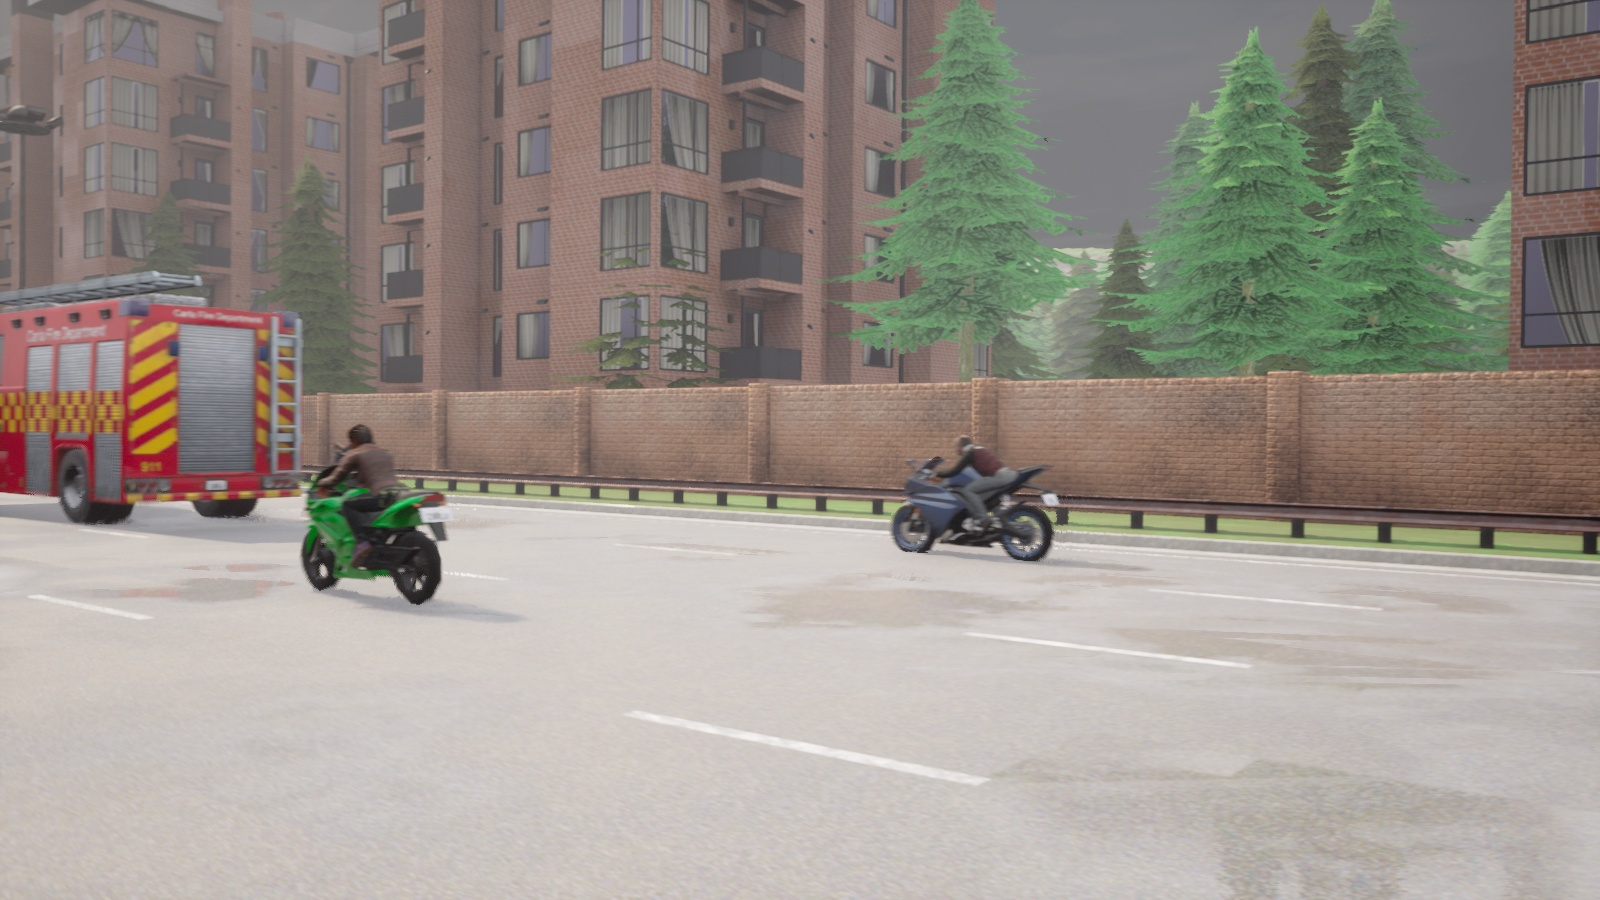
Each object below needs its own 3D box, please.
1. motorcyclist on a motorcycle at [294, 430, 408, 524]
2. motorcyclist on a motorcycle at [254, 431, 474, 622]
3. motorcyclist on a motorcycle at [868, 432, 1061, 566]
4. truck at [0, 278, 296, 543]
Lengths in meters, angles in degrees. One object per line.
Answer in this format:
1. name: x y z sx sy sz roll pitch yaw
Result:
1. motorcyclist on a motorcycle: -8.250 0.466 23.031 2.350 1.649 0.766 0 1 37
2. motorcyclist on a motorcycle: -3.842 0.610 10.995 2.044 1.523 0.797 0 1 37
3. motorcyclist on a motorcycle: 1.988 0.555 15.376 2.191 1.530 0.866 0 1 37
4. truck: -12.492 -0.596 21.812 8.468 3.827 2.891 0 1 37
